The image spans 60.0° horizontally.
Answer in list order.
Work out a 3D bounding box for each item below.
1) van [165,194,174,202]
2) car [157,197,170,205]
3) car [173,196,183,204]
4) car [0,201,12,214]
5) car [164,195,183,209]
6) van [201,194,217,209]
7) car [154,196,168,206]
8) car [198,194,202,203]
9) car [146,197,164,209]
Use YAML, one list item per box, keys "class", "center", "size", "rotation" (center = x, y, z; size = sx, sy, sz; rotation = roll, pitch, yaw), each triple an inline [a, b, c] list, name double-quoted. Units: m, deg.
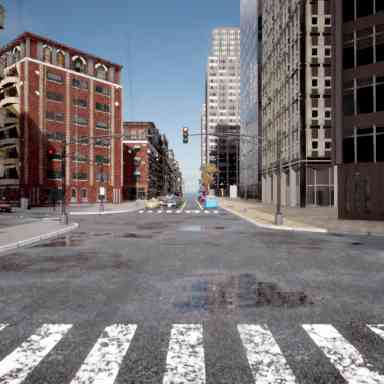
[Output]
- class: "van"
  center: [-5.312, 1.474, 79.090]
  size: [1.690, 1.788, 3.998]
  rotation: [0, 0, 0]
- class: "car"
  center: [-5.313, 1.650, 62.434]
  size: [1.947, 1.339, 4.313]
  rotation: [0, 0, 0]
- class: "car"
  center: [-2.775, 1.621, 66.420]
  size: [1.812, 1.442, 4.674]
  rotation: [0, 0, 1]
- class: "car"
  center: [-21.813, 1.673, 37.008]
  size: [5.008, 1.535, 1.882]
  rotation: [0, 0, 40]
- class: "car"
  center: [-2.813, 1.537, 45.966]
  size: [2.128, 1.511, 4.902]
  rotation: [0, 0, 2]
- class: "van"
  center: [2.569, 1.386, 45.776]
  size: [1.690, 1.788, 3.998]
  rotation: [0, 0, 0]
- class: "car"
  center: [-5.312, 1.510, 56.882]
  size: [1.967, 1.590, 4.097]
  rotation: [0, 0, 0]
- class: "car"
  center: [2.567, 1.644, 67.985]
  size: [1.887, 1.381, 4.507]
  rotation: [0, 0, 0]
- class: "car"
  center: [-5.312, 1.570, 45.606]
  size: [1.752, 1.417, 4.829]
  rotation: [0, 0, 0]
